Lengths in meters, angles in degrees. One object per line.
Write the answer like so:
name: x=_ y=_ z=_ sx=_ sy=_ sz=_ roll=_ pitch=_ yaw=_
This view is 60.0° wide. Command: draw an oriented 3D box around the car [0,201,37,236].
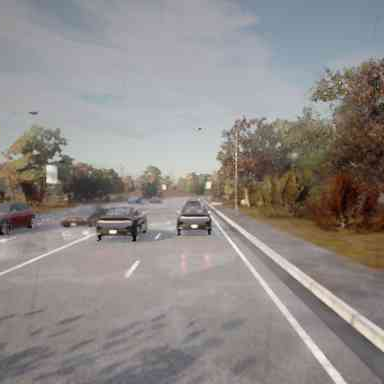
car: x=-10.579 y=1.354 z=18.468 sx=2.097 sy=1.767 sz=4.553 roll=0 pitch=0 yaw=0

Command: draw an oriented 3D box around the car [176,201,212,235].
car: x=0.119 y=1.497 z=18.959 sx=2.128 sy=1.511 sz=4.902 roll=0 pitch=0 yaw=0

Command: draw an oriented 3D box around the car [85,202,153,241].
car: x=-3.381 y=1.495 z=16.664 sx=2.128 sy=1.511 sz=4.902 roll=0 pitch=0 yaw=0

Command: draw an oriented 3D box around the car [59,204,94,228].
car: x=-7.076 y=1.552 z=22.506 sx=2.033 sy=1.411 sz=5.357 roll=0 pitch=0 yaw=0

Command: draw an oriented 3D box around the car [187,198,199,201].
car: x=0.146 y=1.517 z=41.053 sx=1.837 sy=1.490 sz=4.892 roll=0 pitch=0 yaw=0

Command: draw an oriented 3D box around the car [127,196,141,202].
car: x=-10.470 y=1.492 z=60.700 sx=1.882 sy=1.535 sz=5.008 roll=0 pitch=0 yaw=1

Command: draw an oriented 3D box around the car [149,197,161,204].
car: x=-6.955 y=1.579 z=63.278 sx=1.994 sy=1.385 sz=4.181 roll=0 pitch=0 yaw=1
